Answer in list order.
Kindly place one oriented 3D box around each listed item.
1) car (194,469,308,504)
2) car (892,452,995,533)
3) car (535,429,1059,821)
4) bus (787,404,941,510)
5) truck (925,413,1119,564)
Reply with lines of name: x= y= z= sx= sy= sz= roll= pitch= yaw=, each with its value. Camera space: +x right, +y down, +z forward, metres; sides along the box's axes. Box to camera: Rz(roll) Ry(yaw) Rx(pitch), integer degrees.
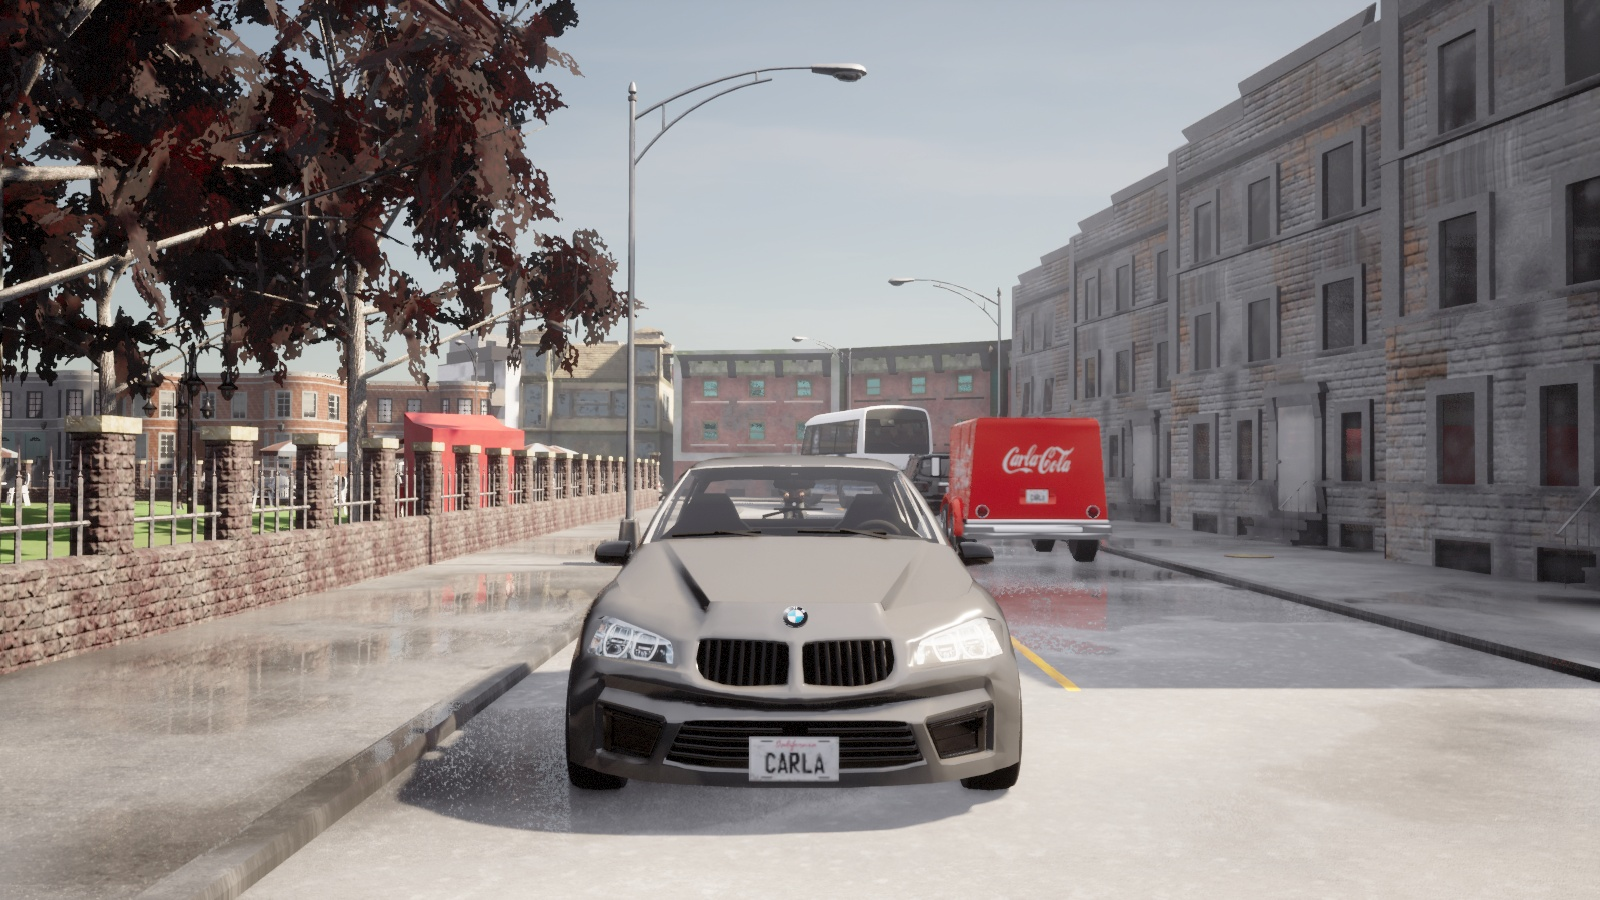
car: x=-26.865 y=1.798 z=61.614 sx=4.611 sy=1.667 sz=2.242 roll=0 pitch=-1 yaw=0
car: x=3.849 y=1.102 z=34.725 sx=2.150 sy=2.045 sz=5.566 roll=0 pitch=-1 yaw=0
car: x=-0.032 y=0.788 z=7.699 sx=2.242 sy=1.667 sz=4.611 roll=0 pitch=-1 yaw=0
bus: x=2.569 y=0.366 z=55.959 sx=3.944 sy=4.253 sz=10.273 roll=0 pitch=-1 yaw=-15
truck: x=3.901 y=0.695 z=23.242 sx=2.627 sy=2.467 sz=5.204 roll=0 pitch=-1 yaw=0
